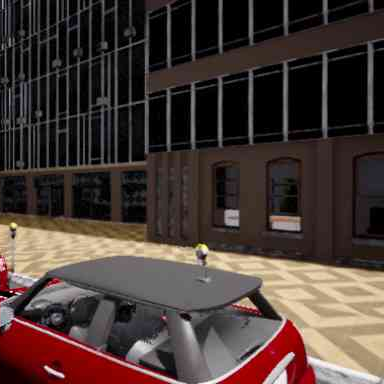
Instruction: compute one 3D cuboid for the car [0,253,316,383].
[{"bbox_3d":[-0.946,1.426,3.550,4.097,1.590,1.967,0,0,35],"label":"car"}]
